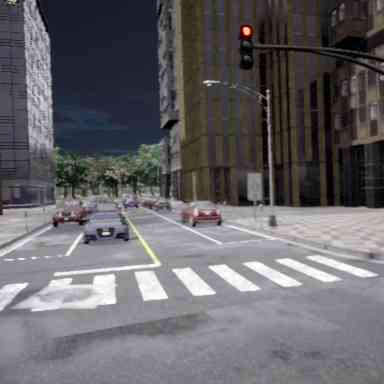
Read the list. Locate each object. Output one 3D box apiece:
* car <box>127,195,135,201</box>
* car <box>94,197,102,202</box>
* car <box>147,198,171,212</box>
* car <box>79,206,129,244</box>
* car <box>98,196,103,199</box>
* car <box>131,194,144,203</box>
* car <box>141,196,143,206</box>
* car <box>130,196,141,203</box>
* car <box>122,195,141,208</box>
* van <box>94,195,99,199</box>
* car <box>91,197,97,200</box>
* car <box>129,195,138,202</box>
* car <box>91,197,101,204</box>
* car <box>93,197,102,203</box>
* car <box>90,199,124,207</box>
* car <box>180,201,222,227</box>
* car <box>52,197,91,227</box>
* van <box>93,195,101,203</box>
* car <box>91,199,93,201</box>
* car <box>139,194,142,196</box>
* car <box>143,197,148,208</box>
[{"bbox_3d":[-16.589,1.522,90.358,1.967,1.590,4.097,-2,0,-14],"label":"car"},{"bbox_3d":[-24.852,1.953,88.302,1.947,1.339,4.313,-2,0,-14],"label":"car"},{"bbox_3d":[-3.466,1.468,37.589,2.008,1.369,4.403,-2,0,-14],"label":"car"},{"bbox_3d":[-4.244,1.637,16.464,1.994,1.385,4.181,-2,0,-14],"label":"car"},{"bbox_3d":[-11.200,1.696,44.832,2.033,1.411,5.357,-2,0,-14],"label":"car"},{"bbox_3d":[-11.346,1.328,69.249,2.192,1.841,5.009,-2,0,-14],"label":"car"},{"bbox_3d":[-6.090,1.493,48.143,1.887,1.381,4.507,-2,0,-14],"label":"car"},{"bbox_3d":[-12.649,1.580,74.528,2.008,1.369,4.403,-2,0,-14],"label":"car"},{"bbox_3d":[-8.619,1.571,46.874,1.812,1.442,4.674,-2,0,-14],"label":"car"},{"bbox_3d":[-15.677,1.610,51.363,1.690,1.788,3.998,-2,0,-14],"label":"van"},{"bbox_3d":[-13.005,1.762,40.645,1.752,1.417,4.829,-2,0,-14],"label":"car"},{"bbox_3d":[-14.003,1.572,79.969,1.752,1.417,4.829,-2,0,-14],"label":"car"},{"bbox_3d":[-20.916,1.900,72.472,1.947,1.339,4.313,-2,0,-14],"label":"car"},{"bbox_3d":[-23.501,1.894,82.861,1.752,1.417,4.829,-2,0,-14],"label":"car"},{"bbox_3d":[-6.414,1.574,25.225,1.882,1.535,5.008,-2,0,-14],"label":"car"},{"bbox_3d":[0.466,1.314,21.758,1.967,1.590,4.097,-2,0,-14],"label":"car"},{"bbox_3d":[-9.118,1.508,24.978,2.192,1.841,5.009,-2,0,-14],"label":"car"},{"bbox_3d":[-22.237,1.693,77.747,1.690,1.788,3.998,-2,0,-14],"label":"van"},{"bbox_3d":[-11.732,1.804,35.533,1.802,1.307,4.206,-2,0,-14],"label":"car"},{"bbox_3d":[-7.443,1.490,53.585,1.752,1.417,4.829,-2,0,-14],"label":"car"},{"bbox_3d":[-4.778,1.478,42.867,1.887,1.381,4.507,-2,0,-14],"label":"car"}]
